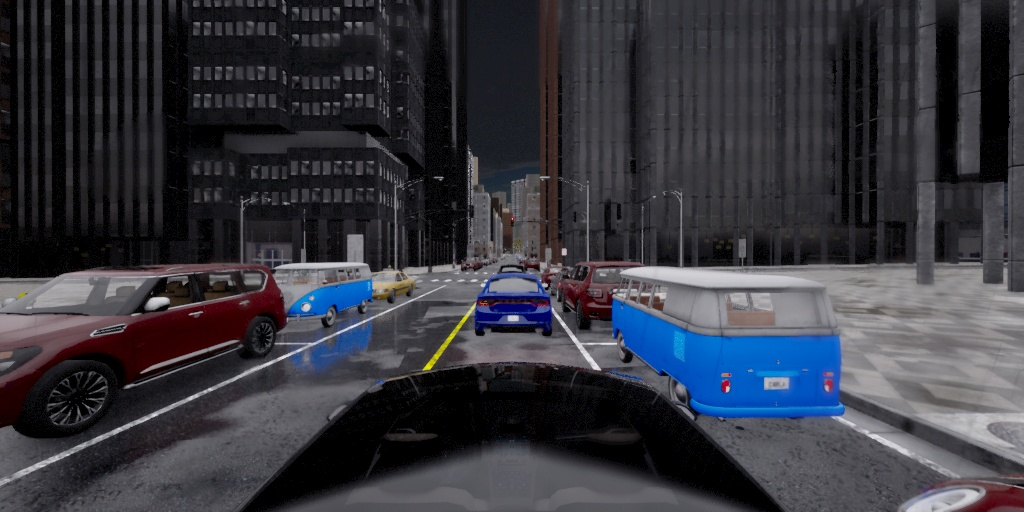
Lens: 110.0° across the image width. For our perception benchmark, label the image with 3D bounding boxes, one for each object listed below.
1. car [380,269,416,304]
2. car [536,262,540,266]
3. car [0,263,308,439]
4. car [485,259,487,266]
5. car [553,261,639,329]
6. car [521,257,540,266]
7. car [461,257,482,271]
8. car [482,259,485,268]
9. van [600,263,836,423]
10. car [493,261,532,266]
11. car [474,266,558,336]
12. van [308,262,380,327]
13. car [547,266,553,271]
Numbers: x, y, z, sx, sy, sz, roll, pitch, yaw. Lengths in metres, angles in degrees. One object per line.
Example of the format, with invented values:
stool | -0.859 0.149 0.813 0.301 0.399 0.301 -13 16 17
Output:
car | -5.765 1.276 16.481 1.751 1.417 4.829 0 0 0
car | 2.760 1.297 22.166 1.888 1.381 4.507 0 0 0
car | -5.766 1.064 5.602 2.192 1.841 5.009 0 0 0
car | -5.771 1.348 60.501 1.948 1.339 4.313 0 0 0
car | 2.764 1.064 11.115 2.192 1.841 5.009 0 0 0
car | 2.756 1.084 49.206 2.192 1.841 5.009 0 0 0
car | -5.769 1.084 49.215 2.192 1.841 5.009 0 0 0
car | -5.770 1.090 54.858 2.192 1.841 5.009 0 0 0
van | 2.766 1.090 5.590 1.690 1.789 3.998 0 0 0
car | -0.002 1.257 20.774 1.837 1.490 4.892 0 0 0
car | 0.057 1.228 10.403 1.882 1.535 5.008 0 0 1
van | -5.766 1.091 11.127 1.690 1.789 3.998 0 0 0
car | 2.762 1.301 16.641 2.007 1.370 4.403 0 0 0
